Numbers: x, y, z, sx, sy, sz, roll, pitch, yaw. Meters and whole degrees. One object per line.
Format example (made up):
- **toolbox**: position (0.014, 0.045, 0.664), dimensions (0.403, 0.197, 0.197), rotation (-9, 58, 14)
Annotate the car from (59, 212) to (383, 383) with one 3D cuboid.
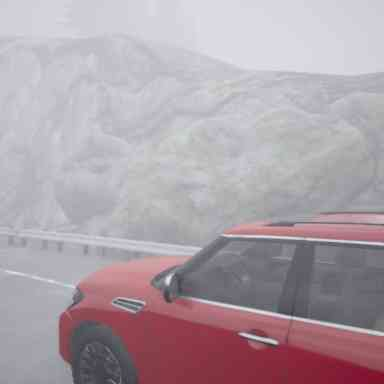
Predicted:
- **car**: position (1.138, 1.214, 3.085), dimensions (5.566, 2.045, 2.150), rotation (0, 0, 35)
